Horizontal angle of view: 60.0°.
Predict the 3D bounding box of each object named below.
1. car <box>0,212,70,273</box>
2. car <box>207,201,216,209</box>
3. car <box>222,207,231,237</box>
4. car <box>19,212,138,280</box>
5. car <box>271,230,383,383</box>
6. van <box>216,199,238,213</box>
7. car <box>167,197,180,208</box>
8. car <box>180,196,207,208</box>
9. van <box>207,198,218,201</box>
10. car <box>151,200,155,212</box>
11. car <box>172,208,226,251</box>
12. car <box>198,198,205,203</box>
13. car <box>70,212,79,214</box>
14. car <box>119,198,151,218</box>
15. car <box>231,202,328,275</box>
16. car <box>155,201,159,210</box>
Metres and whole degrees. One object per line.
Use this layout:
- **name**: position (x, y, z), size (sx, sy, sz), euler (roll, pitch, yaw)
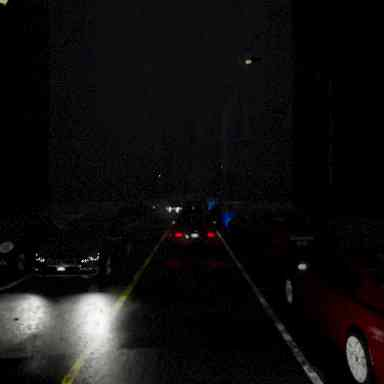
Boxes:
- **car**: position (-5.761, 1.523, 10.703), size (1.967, 1.590, 4.097), euler (0, 0, 0)
- **car**: position (2.767, 1.818, 32.756), size (1.947, 1.339, 4.313), euler (0, 0, 0)
- **car**: position (2.765, 1.670, 16.219), size (1.887, 1.381, 4.507), euler (0, 0, 0)
- **car**: position (-3.098, 1.585, 10.305), size (1.837, 1.490, 4.892), euler (0, 0, 0)
- **car**: position (2.763, 1.585, 5.194), size (1.887, 1.381, 4.507), euler (0, 0, 0)
- **van**: position (2.765, 1.508, 21.733), size (1.690, 1.788, 3.998), euler (0, 0, 0)
- **car**: position (-2.991, 2.031, 56.544), size (1.994, 1.385, 4.181), euler (0, 0, 0)
- **car**: position (0.108, 1.617, 34.268), size (2.097, 1.767, 4.553), euler (0, 0, -1)
- **van**: position (2.768, 1.679, 43.783), size (1.690, 1.788, 3.998), euler (0, 0, 0)
- **car**: position (-5.758, 1.846, 38.267), size (2.008, 1.369, 4.403), euler (0, 0, 0)
- **car**: position (0.102, 1.660, 14.627), size (2.033, 1.411, 5.357), euler (0, 0, 0)
- **car**: position (2.581, 2.266, 91.547), size (2.008, 1.369, 4.403), euler (0, 0, -1)
- **car**: position (-5.761, 1.649, 16.045), size (1.752, 1.417, 4.829), euler (0, 0, 0)
- **car**: position (-5.759, 1.567, 32.756), size (2.192, 1.841, 5.009), euler (0, 0, 0)
- **car**: position (2.764, 1.398, 10.708), size (2.192, 1.841, 5.009), euler (0, 0, 0)
- **car**: position (-5.757, 1.862, 43.610), size (1.752, 1.417, 4.829), euler (0, 0, 0)
